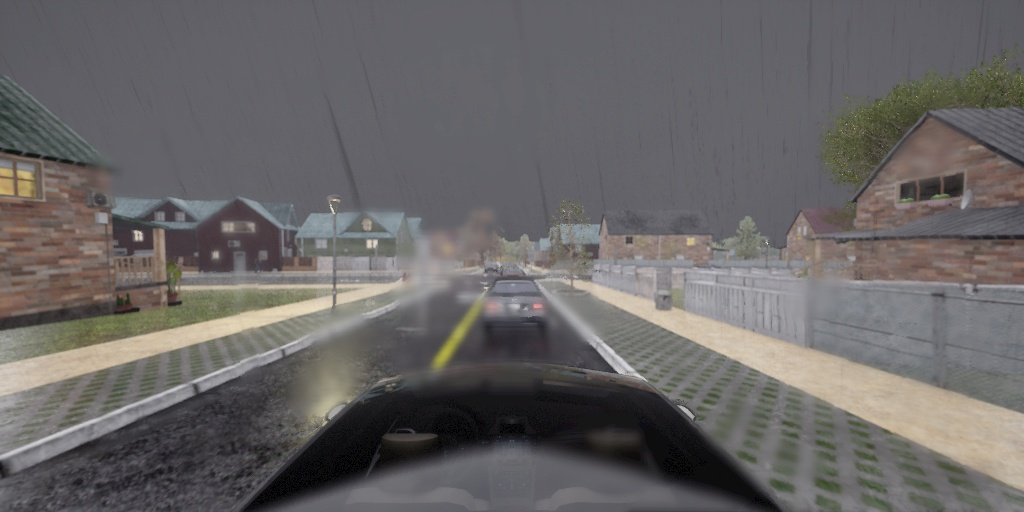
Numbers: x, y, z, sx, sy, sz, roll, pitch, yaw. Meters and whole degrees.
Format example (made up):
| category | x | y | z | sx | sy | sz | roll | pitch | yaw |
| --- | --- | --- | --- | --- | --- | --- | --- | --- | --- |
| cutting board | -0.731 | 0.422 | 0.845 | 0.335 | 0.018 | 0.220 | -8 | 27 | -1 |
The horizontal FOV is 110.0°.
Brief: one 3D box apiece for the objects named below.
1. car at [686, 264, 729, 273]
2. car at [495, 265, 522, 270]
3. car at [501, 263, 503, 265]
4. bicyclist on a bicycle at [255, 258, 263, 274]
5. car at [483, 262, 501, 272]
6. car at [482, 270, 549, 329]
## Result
| category | x | y | z | sx | sy | sz | roll | pitch | yaw |
| --- | --- | --- | --- | --- | --- | --- | --- | --- | --- |
| car | 19.734 | 1.495 | 36.574 | 4.181 | 1.385 | 1.994 | 0 | 2 | 6 |
| car | -0.043 | 1.489 | 24.395 | 1.895 | 1.301 | 4.718 | 0 | 0 | -3 |
| car | -2.907 | 1.765 | 65.223 | 1.812 | 1.442 | 4.674 | 0 | -1 | 0 |
| bicyclist on a bicycle | -24.936 | 0.983 | 35.347 | 0.582 | 1.620 | 1.656 | 0 | 3 | -16 |
| car | -2.922 | 1.605 | 50.948 | 1.837 | 1.490 | 4.892 | 0 | -1 | 0 |
| car | 0.084 | 1.352 | 11.485 | 2.033 | 1.411 | 5.357 | 0 | 0 | 0 |
